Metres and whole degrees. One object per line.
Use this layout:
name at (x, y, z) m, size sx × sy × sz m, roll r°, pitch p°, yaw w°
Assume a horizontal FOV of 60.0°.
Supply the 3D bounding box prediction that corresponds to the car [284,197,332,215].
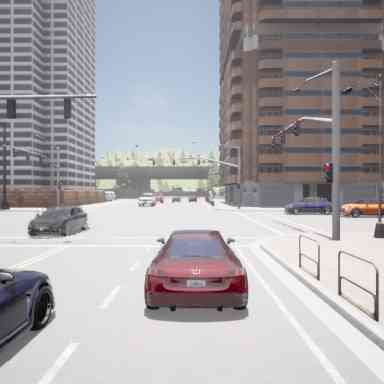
car at (11.601, 1.352, 33.240) m, size 4.553 × 1.767 × 2.097 m, roll 0°, pitch 0°, yaw 2°

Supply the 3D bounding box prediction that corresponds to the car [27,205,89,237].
car at (-7.068, 1.505, 18.045) m, size 1.837 × 1.490 × 4.892 m, roll 0°, pitch 0°, yaw 0°

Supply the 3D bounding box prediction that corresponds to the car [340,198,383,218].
car at (15.571, 1.352, 29.652) m, size 4.553 × 1.767 × 2.097 m, roll 0°, pitch 0°, yaw 1°

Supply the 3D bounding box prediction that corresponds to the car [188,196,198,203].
car at (0.155, 1.516, 72.289) m, size 2.128 × 1.511 × 4.902 m, roll 0°, pitch 0°, yaw 0°

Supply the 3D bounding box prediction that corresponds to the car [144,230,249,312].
car at (0.094, 1.564, 7.815) m, size 1.994 × 1.385 × 4.181 m, roll 0°, pitch 0°, yaw 1°

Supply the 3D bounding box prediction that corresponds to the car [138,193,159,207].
car at (-7.001, 1.221, 52.214) m, size 2.150 × 2.045 × 5.566 m, roll 0°, pitch 0°, yaw 0°

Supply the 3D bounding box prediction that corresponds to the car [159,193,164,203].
car at (-6.905, 1.221, 66.557) m, size 2.150 × 2.045 × 5.566 m, roll 0°, pitch 0°, yaw 1°

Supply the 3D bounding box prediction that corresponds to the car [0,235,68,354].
car at (-3.432, 1.564, 4.247) m, size 1.994 × 1.385 × 4.181 m, roll 0°, pitch 0°, yaw 1°

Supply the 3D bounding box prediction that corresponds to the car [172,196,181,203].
car at (-3.338, 1.542, 71.995) m, size 2.033 × 1.411 × 5.357 m, roll 0°, pitch 0°, yaw 0°
